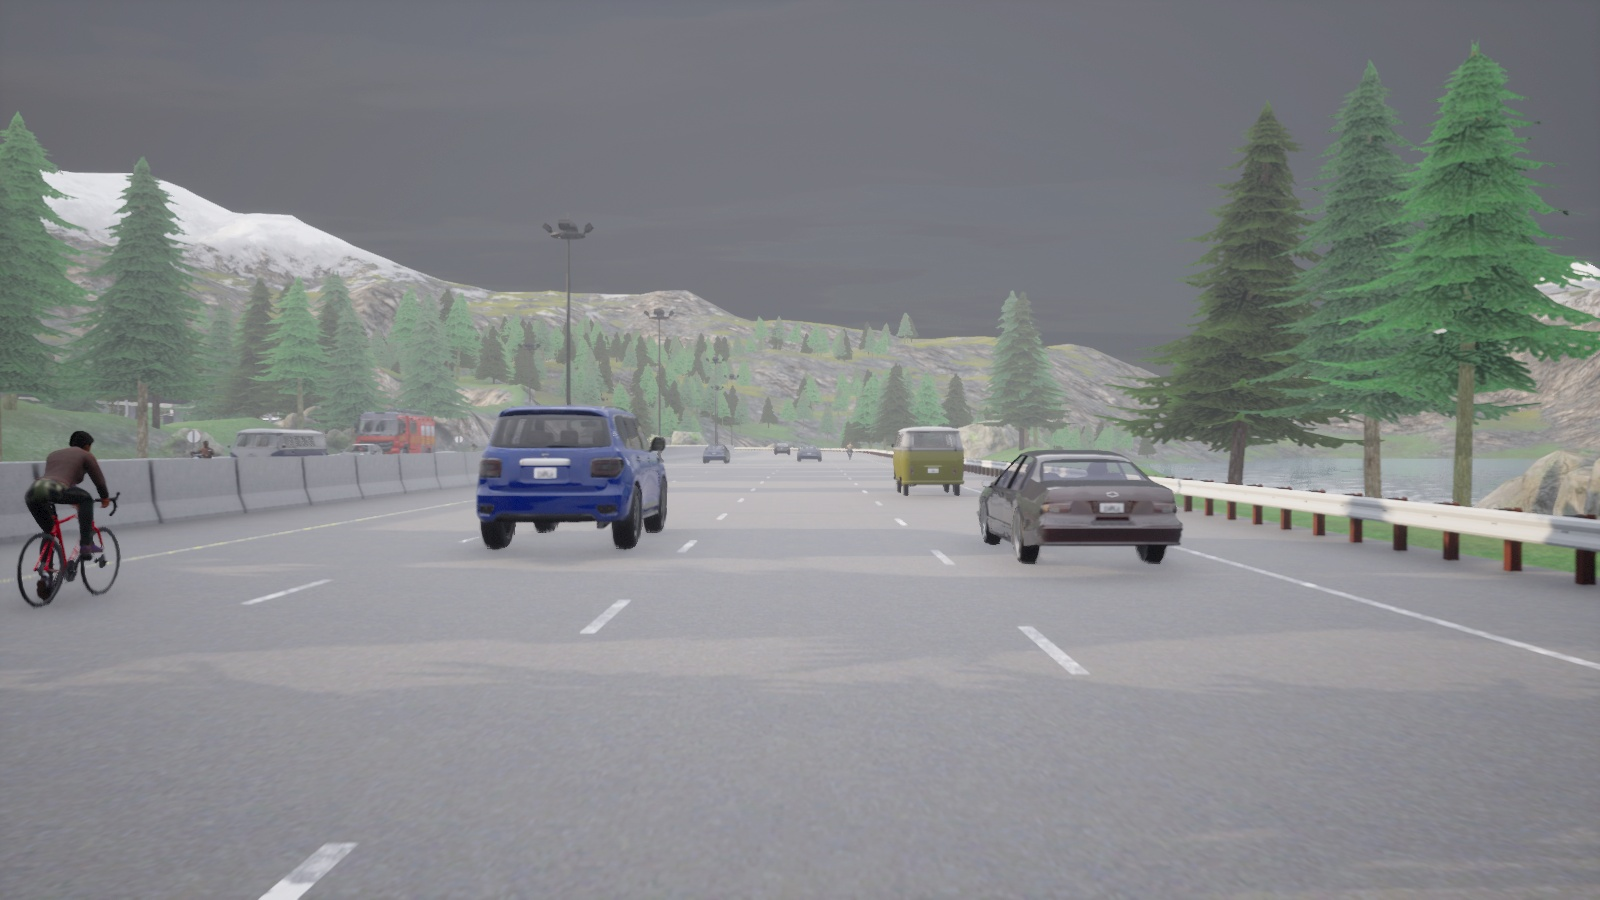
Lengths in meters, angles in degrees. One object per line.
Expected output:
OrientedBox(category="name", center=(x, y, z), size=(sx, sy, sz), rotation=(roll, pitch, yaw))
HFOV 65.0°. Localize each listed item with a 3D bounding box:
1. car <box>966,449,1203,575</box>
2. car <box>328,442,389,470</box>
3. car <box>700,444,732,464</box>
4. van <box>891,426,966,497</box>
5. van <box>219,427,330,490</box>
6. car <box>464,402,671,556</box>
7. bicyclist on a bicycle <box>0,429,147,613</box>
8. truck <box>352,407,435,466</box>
OrientedBox(category="car", center=(3.613, 0.704, 17.059), size=(2.033, 1.411, 5.357), rotation=(0, 0, 0))
OrientedBox(category="car", center=(-24.014, 0.319, 68.452), size=(1.970, 1.475, 3.806), rotation=(0, 0, 0))
OrientedBox(category="car", center=(-6.287, 0.270, 94.924), size=(2.033, 1.411, 5.357), rotation=(0, 0, 0))
OrientedBox(category="van", center=(3.730, 0.300, 37.106), size=(1.775, 1.987, 4.442), rotation=(0, 0, 0))
OrientedBox(category="van", center=(-17.243, 0.259, 41.463), size=(1.775, 1.987, 4.442), rotation=(0, 0, 0))
OrientedBox(category="car", center=(-3.372, 0.359, 19.456), size=(2.150, 2.045, 5.566), rotation=(0, 1, 0))
OrientedBox(category="bicyclist on a bicycle", center=(-6.917, 0.629, 11.904), size=(0.582, 1.620, 1.656), rotation=(0, 0, 0))
OrientedBox(category="truck", center=(-27.376, -0.905, 84.977), size=(2.891, 3.827, 8.468), rotation=(0, 0, 0))
